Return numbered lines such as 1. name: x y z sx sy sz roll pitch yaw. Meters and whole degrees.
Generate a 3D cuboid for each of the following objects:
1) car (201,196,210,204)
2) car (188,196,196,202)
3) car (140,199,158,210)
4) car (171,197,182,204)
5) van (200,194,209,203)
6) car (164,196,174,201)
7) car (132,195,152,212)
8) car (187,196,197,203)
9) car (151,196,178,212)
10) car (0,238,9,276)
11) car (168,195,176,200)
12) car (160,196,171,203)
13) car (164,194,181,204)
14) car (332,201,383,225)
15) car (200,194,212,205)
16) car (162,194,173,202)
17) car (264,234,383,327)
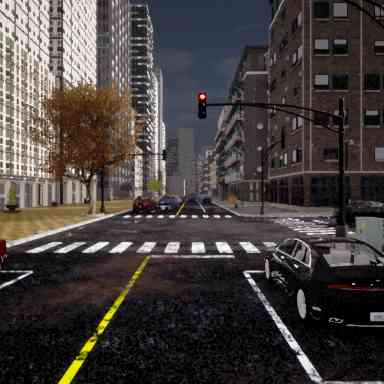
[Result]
1. car: 2.662 1.578 67.117 1.752 1.417 4.829 0 0 0
2. car: -0.032 1.625 78.883 1.994 1.385 4.181 0 0 0
3. car: -5.710 1.592 44.853 1.947 1.339 4.313 0 0 0
4. car: -3.067 1.650 64.874 1.895 1.301 4.718 0 0 0
5. van: 2.659 1.402 72.471 1.690 1.788 3.998 0 0 0
6. car: -5.726 1.632 83.513 2.008 1.369 4.403 0 0 0
7. car: -5.709 1.336 39.330 2.192 1.841 5.009 0 0 0
8. car: 0.068 1.619 68.938 1.994 1.385 4.181 0 0 0
9. car: -3.116 1.512 38.508 2.128 1.511 4.902 0 0 0
10. car: -5.695 1.545 6.942 1.887 1.381 4.507 0 0 0
11. car: -5.730 1.654 94.558 2.008 1.369 4.403 0 0 0
12. car: -5.722 1.627 72.467 1.947 1.339 4.313 0 0 0
13. car: -3.116 1.386 48.390 2.097 1.767 4.553 0 0 0
14. car: 11.342 1.427 20.457 4.718 1.301 1.895 -1 0 0
15. car: 2.664 1.611 61.424 1.947 1.339 4.313 0 0 0
16. car: -5.724 1.386 77.990 2.192 1.841 5.009 0 0 0
17. car: 2.685 1.551 6.945 2.008 1.369 4.403 0 0 0
